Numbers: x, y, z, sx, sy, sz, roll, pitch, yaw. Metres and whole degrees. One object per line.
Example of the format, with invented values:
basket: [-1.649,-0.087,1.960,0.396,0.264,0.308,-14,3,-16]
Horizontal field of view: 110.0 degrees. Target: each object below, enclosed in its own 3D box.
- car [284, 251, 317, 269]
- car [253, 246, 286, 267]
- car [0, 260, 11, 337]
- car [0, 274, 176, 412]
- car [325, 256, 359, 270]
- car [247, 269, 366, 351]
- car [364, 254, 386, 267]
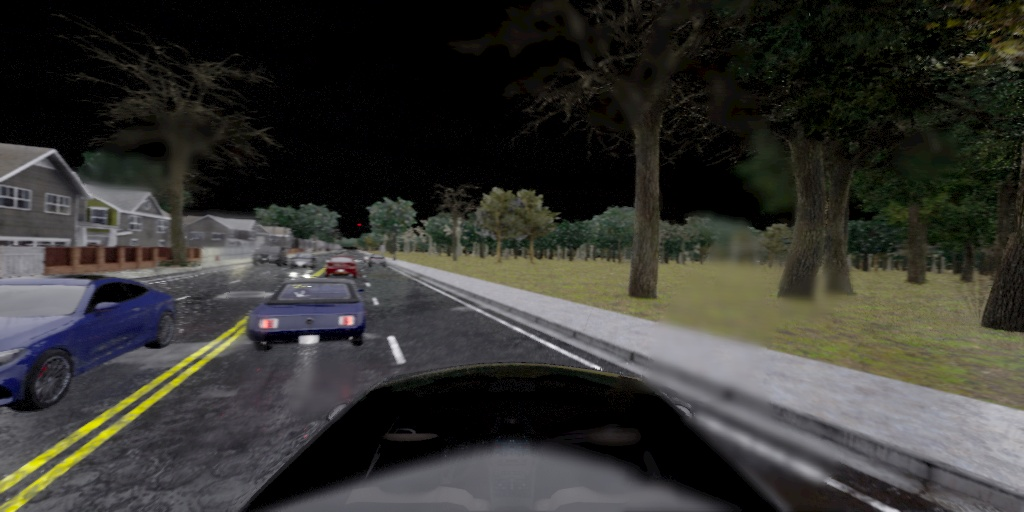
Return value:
car: [-19.288,0.441,33.308,2.128,1.511,4.902,2,0,-24]
car: [-23.855,0.004,35.604,2.150,2.045,5.566,2,0,-24]
car: [-10.181,0.863,4.716,1.882,1.535,5.008,2,0,-24]
car: [-6.872,1.024,5.294,1.812,1.442,4.674,2,0,-24]
car: [-11.865,0.722,25.064,1.882,1.535,5.008,2,0,-24]
car: [-4.508,1.168,8.439,1.895,1.301,4.718,2,0,-24]
car: [-15.804,0.528,41.974,2.128,1.511,4.902,2,0,-24]
